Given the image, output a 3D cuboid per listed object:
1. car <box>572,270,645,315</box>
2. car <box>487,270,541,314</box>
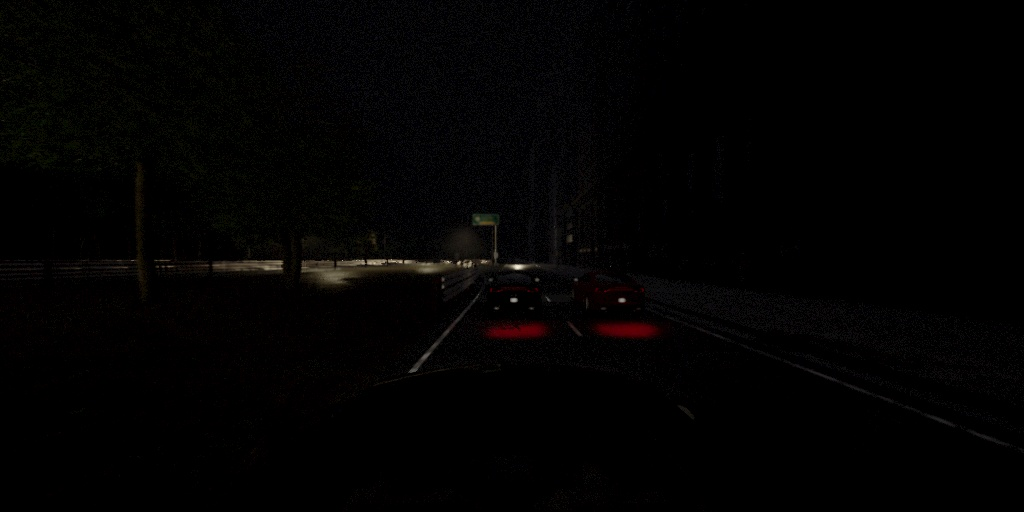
[{"bbox_3d":[3.577,1.298,14.090,1.882,1.535,5.008,0,0,0],"label":"car"},{"bbox_3d":[0.077,1.298,14.119,1.882,1.535,5.008,0,0,0],"label":"car"}]
